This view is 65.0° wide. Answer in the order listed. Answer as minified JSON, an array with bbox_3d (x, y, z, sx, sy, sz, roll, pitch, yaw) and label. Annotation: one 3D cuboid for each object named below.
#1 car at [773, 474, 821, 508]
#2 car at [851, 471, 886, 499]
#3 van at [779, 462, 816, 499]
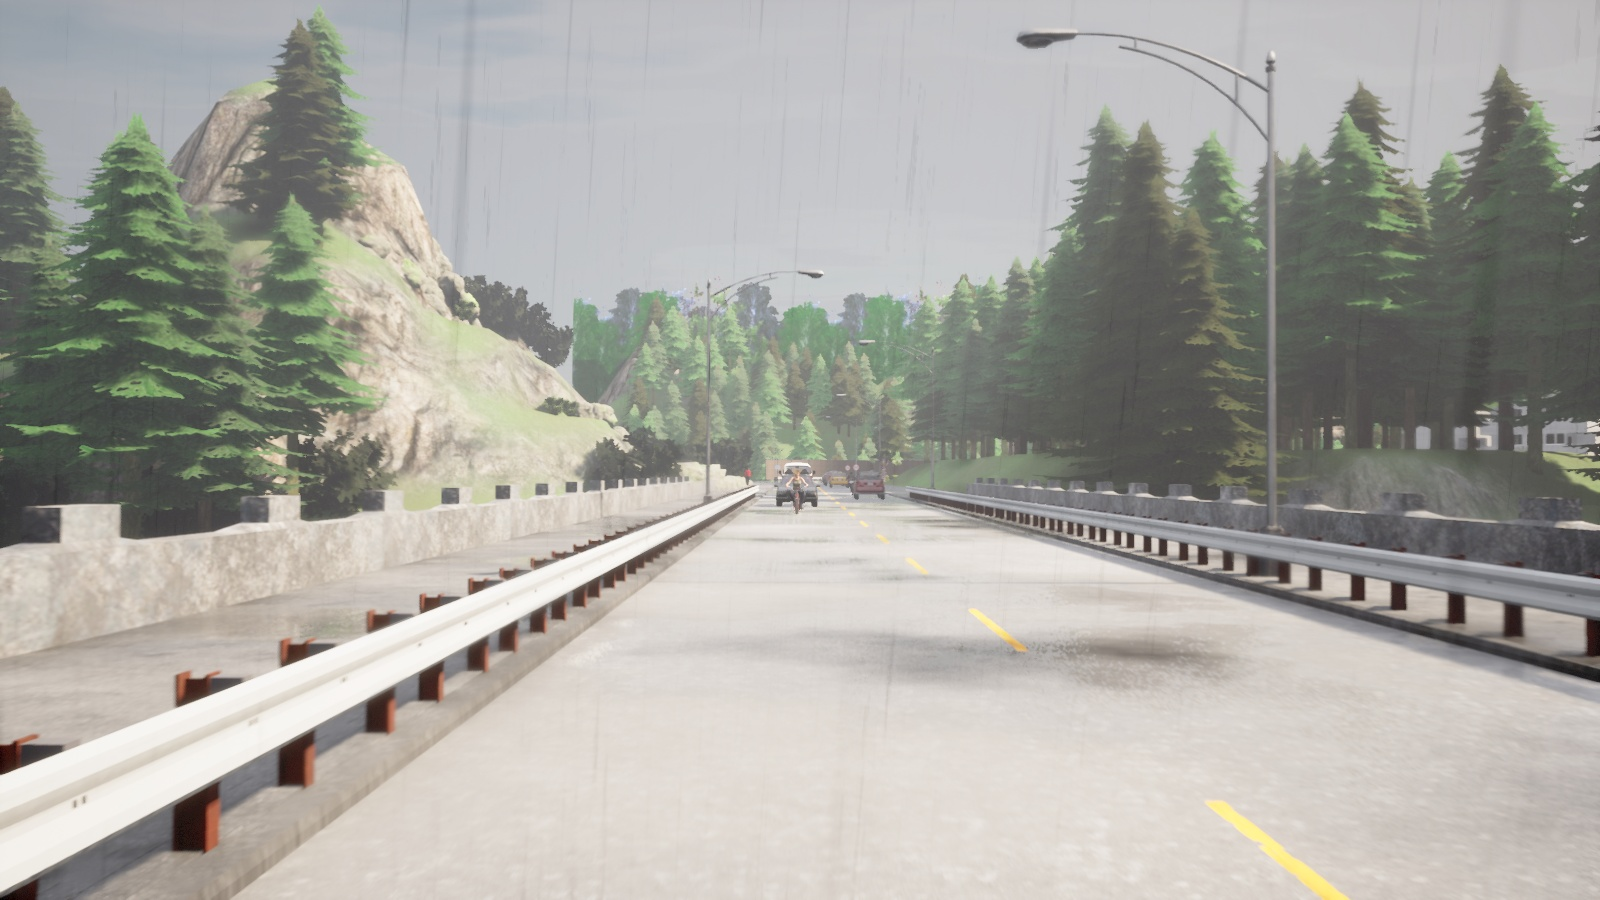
[{"bbox_3d":[-0.120,1.800,55.971,2.033,1.411,5.357,0,-1,0],"label":"car"},{"bbox_3d":[3.848,1.967,71.028,1.789,1.549,3.705,0,-1,0],"label":"car"},{"bbox_3d":[-0.155,1.745,71.807,2.069,2.038,4.480,0,-2,0],"label":"van"}]
